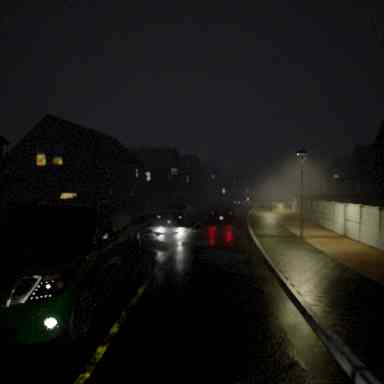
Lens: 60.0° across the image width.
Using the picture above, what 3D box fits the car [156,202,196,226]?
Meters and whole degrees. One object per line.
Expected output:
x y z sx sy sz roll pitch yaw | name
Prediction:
-0.951 1.409 22.811 2.033 1.411 5.357 0 1 10 | car

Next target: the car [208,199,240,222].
2.373 1.454 24.823 1.895 1.301 4.718 0 0 9 | car

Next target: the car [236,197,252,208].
6.411 1.277 42.231 2.033 1.411 5.357 0 0 17 | car

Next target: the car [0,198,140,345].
-2.550 1.190 6.776 2.150 2.045 5.566 0 1 3 | car
